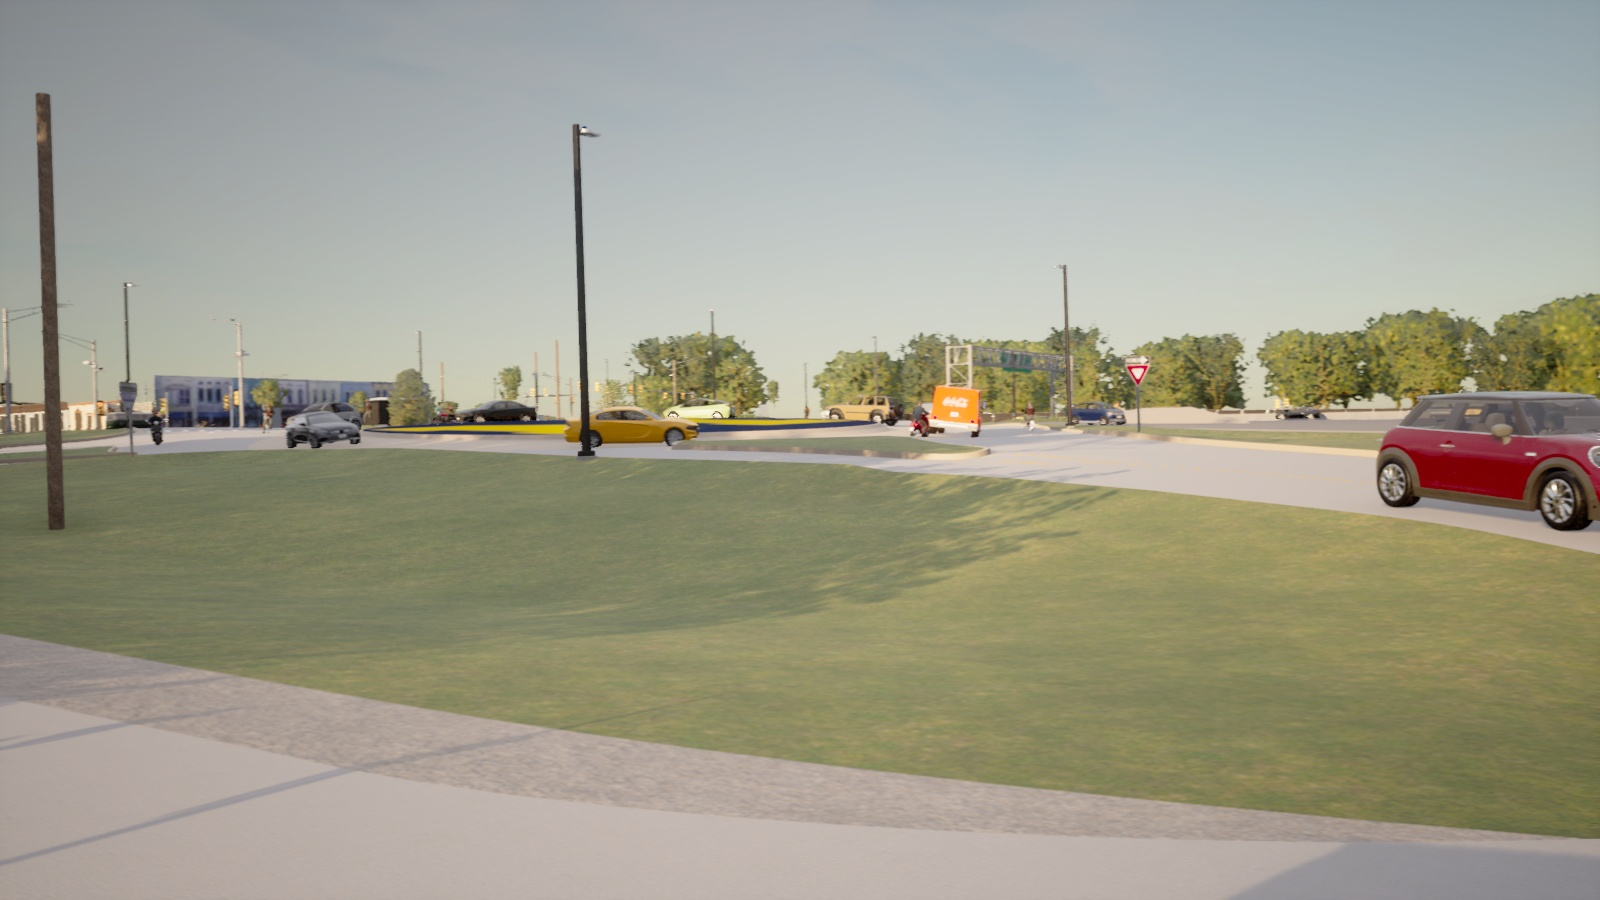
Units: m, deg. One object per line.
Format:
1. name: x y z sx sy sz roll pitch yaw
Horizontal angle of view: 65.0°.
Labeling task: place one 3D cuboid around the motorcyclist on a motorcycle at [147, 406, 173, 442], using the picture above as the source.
1. motorcyclist on a motorcycle: -29.932 -1.233 58.709 0.866 1.590 1.817 -5 5 -31

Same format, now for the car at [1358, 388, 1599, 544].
1. car: 9.873 0.074 16.818 2.097 1.767 4.553 -2 3 -12

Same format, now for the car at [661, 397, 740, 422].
1. car: -6.225 -2.542 78.752 4.514 1.525 2.007 1 2 13

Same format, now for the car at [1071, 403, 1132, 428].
1. car: 19.573 -2.239 81.637 1.789 1.549 3.705 -2 3 -32

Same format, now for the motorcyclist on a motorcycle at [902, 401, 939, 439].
1. motorcyclist on a motorcycle: 5.319 -1.319 55.391 0.866 1.590 1.817 3 3 32

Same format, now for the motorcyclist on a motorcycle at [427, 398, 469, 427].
1. motorcyclist on a motorcycle: -21.813 -2.323 77.820 2.350 1.649 0.766 -4 2 -39

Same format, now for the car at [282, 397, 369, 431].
1. car: -24.754 -1.900 65.578 1.851 1.617 3.988 -1 3 26

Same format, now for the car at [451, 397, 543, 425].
1. car: -18.057 -2.349 74.968 5.008 1.535 1.882 -3 2 -43

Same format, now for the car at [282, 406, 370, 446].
1. car: -19.979 -1.028 52.819 1.812 1.442 4.674 -10 8 -41

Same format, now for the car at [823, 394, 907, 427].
1. car: 3.859 -2.364 74.717 4.605 1.855 1.932 2 1 31

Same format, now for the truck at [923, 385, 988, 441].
1. truck: 8.000 -1.926 63.988 2.627 2.467 5.204 7 4 11

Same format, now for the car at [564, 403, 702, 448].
1. car: -6.192 -0.944 47.109 5.008 1.535 1.882 -1 4 -4
